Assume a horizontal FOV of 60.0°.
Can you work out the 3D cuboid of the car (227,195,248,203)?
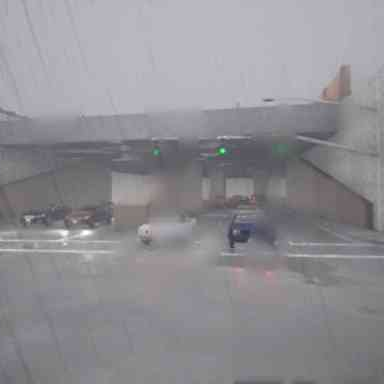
[{"bbox_3d":[8.667,1.282,62.418,1.882,1.535,5.008,-1,0,34],"label":"car"}]

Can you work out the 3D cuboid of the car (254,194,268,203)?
[{"bbox_3d":[12.419,1.112,61.819,2.097,1.767,4.553,-1,0,37],"label":"car"}]

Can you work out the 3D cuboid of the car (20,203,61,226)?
[{"bbox_3d":[-10.358,1.574,24.231,2.128,1.511,4.902,-1,0,8],"label":"car"}]

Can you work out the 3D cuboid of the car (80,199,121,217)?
[{"bbox_3d":[-9.027,1.546,33.415,2.128,1.511,4.902,-1,0,8],"label":"car"}]

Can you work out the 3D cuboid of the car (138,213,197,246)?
[{"bbox_3d":[-0.912,1.582,15.178,1.895,1.301,4.718,-1,0,7],"label":"car"}]

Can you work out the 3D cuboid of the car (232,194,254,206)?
[{"bbox_3d":[8.136,1.315,52.397,2.128,1.511,4.902,-1,0,15],"label":"car"}]

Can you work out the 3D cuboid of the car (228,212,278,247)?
[{"bbox_3d":[2.548,1.541,14.595,1.895,1.301,4.718,-1,0,7],"label":"car"}]

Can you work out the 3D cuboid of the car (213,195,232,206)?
[{"bbox_3d":[4.700,1.216,53.083,2.097,1.767,4.553,-1,0,15],"label":"car"}]

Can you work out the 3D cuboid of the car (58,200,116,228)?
[{"bbox_3d":[-6.995,1.570,23.029,1.812,1.442,4.674,-1,0,8],"label":"car"}]
